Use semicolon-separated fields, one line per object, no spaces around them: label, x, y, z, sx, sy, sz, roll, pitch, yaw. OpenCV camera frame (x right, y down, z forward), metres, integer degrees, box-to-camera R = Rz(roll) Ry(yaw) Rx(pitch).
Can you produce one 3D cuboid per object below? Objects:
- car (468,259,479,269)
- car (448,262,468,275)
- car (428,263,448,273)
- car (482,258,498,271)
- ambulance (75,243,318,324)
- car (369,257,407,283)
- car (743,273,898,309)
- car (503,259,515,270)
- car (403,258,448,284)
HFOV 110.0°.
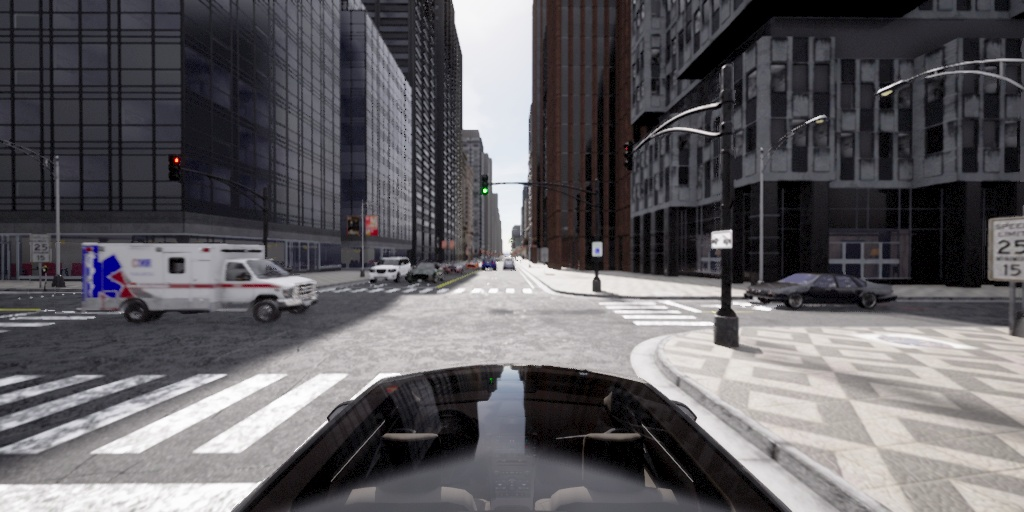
car;-7.028;1.460;64.156;2.097;1.767;4.553;0;0;0
car;-6.947;1.555;44.274;1.994;1.385;4.181;0;0;-1
car;-10.212;1.626;49.729;1.895;1.301;4.718;0;0;0
car;-3.730;1.294;58.356;2.150;2.045;5.566;0;0;0
ambulance;-9.980;0.835;11.875;6.366;2.431;2.351;0;0;0
car;-10.080;1.129;30.214;2.150;2.045;5.566;0;0;0
car;12.976;1.418;15.231;5.357;1.411;2.033;0;0;-1
car;-0.483;1.638;58.767;1.994;1.385;4.181;0;0;0
car;-6.820;1.257;28.734;2.097;1.767;4.553;0;0;0
